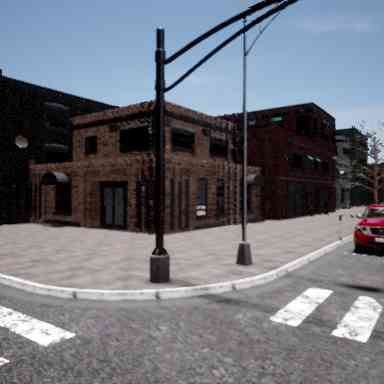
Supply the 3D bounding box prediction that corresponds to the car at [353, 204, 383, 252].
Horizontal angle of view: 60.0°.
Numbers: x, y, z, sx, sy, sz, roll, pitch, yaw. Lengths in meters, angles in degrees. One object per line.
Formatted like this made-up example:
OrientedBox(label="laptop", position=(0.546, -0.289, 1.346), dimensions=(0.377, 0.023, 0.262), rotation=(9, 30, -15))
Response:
OrientedBox(label="car", position=(8.240, 1.437, 13.993), dimensions=(2.192, 1.841, 5.009), rotation=(0, -1, 36))
